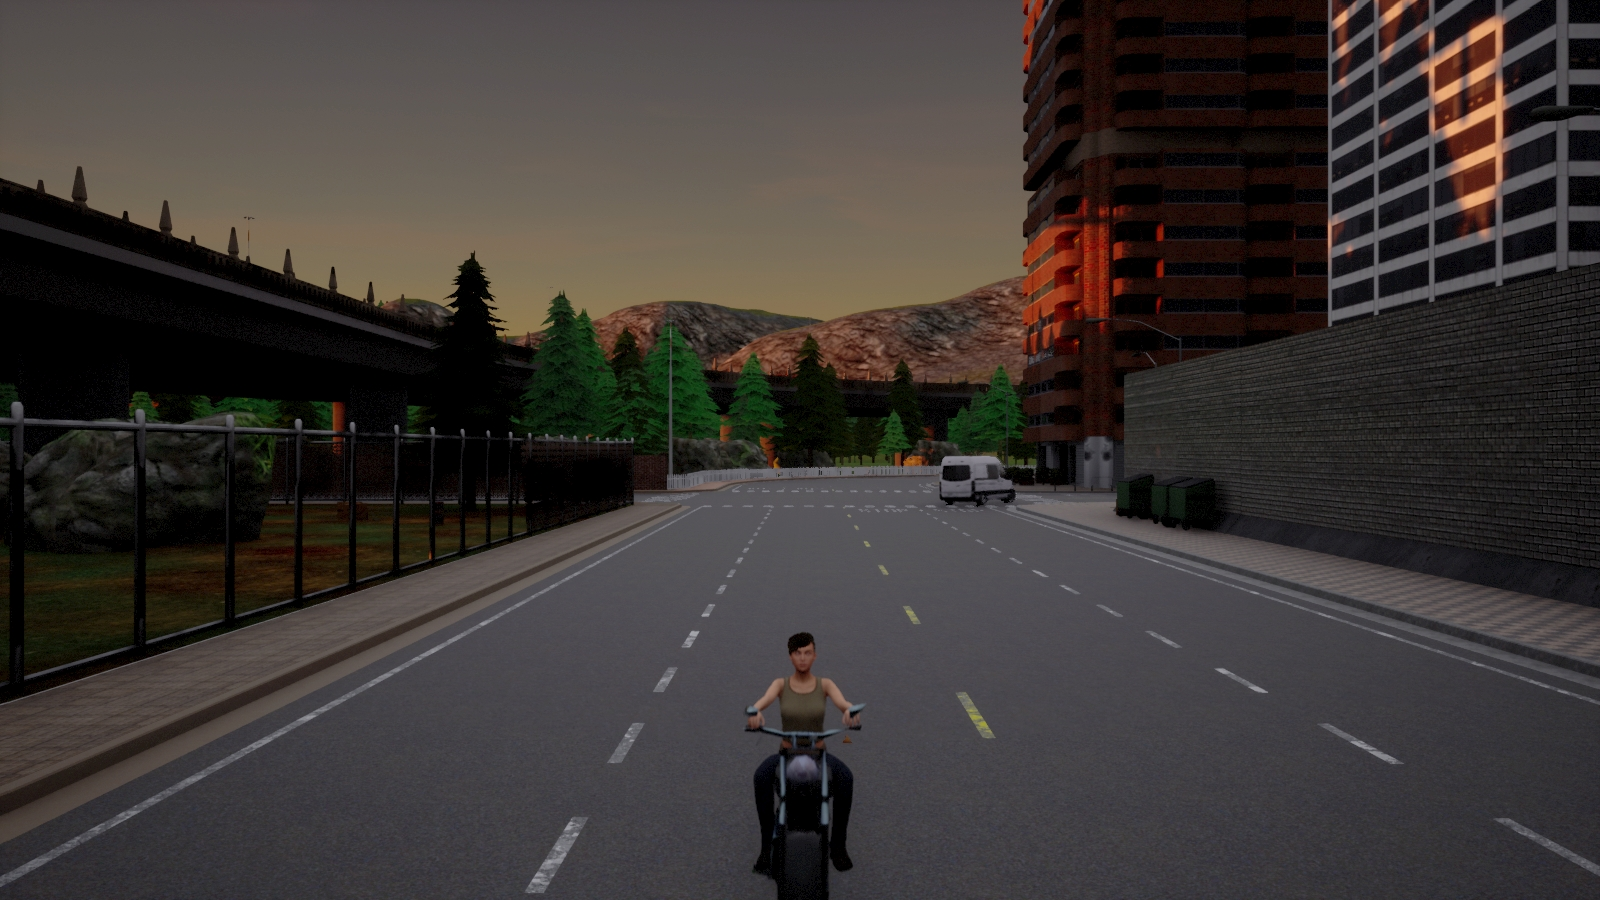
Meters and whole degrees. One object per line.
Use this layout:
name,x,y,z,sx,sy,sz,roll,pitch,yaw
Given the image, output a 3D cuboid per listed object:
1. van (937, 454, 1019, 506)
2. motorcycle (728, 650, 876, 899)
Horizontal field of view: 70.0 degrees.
van,9.457,1.536,60.115,1.988,2.561,5.915,-2,-1,32
motorcycle,0.010,2.099,7.066,0.764,1.307,2.356,0,0,0
